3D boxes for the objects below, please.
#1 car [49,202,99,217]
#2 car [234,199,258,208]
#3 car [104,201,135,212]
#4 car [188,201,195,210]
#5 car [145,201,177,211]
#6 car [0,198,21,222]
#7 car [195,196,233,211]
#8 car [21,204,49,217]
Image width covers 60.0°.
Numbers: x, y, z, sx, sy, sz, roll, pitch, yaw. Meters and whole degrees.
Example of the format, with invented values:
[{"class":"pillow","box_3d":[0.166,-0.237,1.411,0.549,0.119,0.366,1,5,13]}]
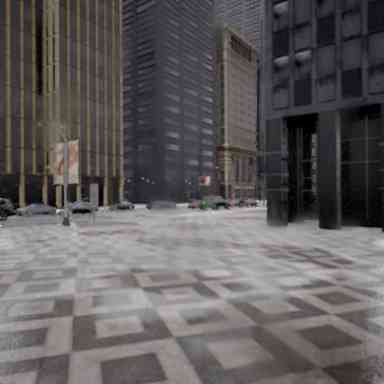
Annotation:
[{"class":"car","box_3d":[-12.610,1.874,36.659,2.128,1.511,4.902,-1,0,36]},{"class":"car","box_3d":[9.416,1.868,55.930,1.837,1.490,4.892,-1,0,36]},{"class":"car","box_3d":[-9.960,1.953,45.875,1.812,1.442,4.674,-1,-1,36]},{"class":"car","box_3d":[1.512,1.927,50.430,2.033,1.411,5.357,-1,0,36]},{"class":"car","box_3d":[-4.391,1.951,48.025,2.033,1.411,5.357,-1,0,36]},{"class":"car","box_3d":[-18.319,1.592,28.747,2.150,2.045,5.566,-1,-1,36]},{"class":"car","box_3d":[3.210,1.568,47.258,2.150,2.045,5.566,-1,0,36]},{"class":"car","box_3d":[-16.961,1.974,36.181,1.994,1.385,4.181,-1,0,35]}]
